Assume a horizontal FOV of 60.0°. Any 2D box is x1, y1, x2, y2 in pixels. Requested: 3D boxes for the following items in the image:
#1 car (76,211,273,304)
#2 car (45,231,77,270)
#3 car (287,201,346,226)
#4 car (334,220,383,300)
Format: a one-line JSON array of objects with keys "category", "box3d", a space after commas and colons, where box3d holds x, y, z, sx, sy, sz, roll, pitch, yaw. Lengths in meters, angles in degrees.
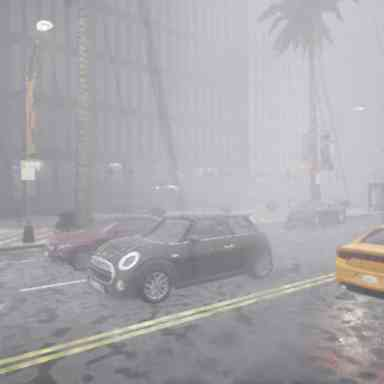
[{"category": "car", "box3d": [-0.153, 1.320, 8.182, 4.553, 1.767, 2.097, -1, 0, -35]}, {"category": "car", "box3d": [-2.301, 1.495, 10.950, 4.674, 1.442, 1.812, -1, 0, -35]}, {"category": "car", "box3d": [8.391, 1.341, 22.244, 4.892, 1.521, 2.231, -1, 0, -35]}, {"category": "car", "box3d": [5.256, 1.417, 7.496, 5.008, 1.535, 1.882, -1, 0, -35]}]
